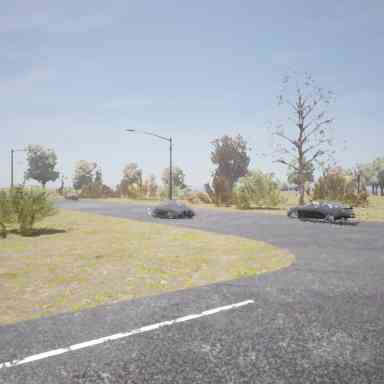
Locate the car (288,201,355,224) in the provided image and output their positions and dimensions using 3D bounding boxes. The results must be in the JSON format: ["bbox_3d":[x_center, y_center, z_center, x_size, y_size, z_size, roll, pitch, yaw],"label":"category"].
[{"bbox_3d":[9.315,1.432,24.342,2.128,1.511,4.902,0,0,-37],"label":"car"}]

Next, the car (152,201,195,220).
[{"bbox_3d":[-1.565,1.475,27.282,1.994,1.385,4.181,0,0,-37],"label":"car"}]

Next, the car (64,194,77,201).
[{"bbox_3d":[-26.601,1.146,72.863,1.812,1.442,4.674,0,0,-37],"label":"car"}]
